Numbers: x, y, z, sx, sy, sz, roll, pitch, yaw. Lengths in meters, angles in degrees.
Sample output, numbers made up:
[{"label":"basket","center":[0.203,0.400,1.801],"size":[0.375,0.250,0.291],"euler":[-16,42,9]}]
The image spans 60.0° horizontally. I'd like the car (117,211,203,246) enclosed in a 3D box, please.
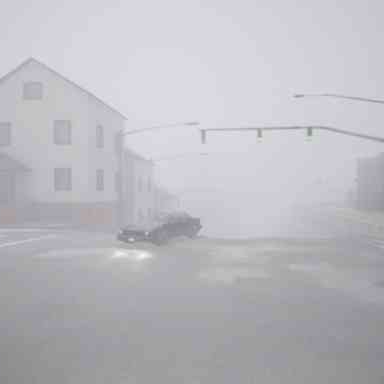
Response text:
[{"label":"car","center":[-1.300,1.622,16.239],"size":[2.033,1.411,5.357],"euler":[-1,-1,28]}]
